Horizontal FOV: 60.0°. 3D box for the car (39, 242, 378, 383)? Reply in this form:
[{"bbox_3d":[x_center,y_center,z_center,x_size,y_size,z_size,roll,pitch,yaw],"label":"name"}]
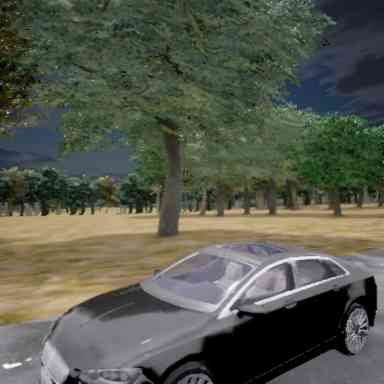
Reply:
[{"bbox_3d":[0.641,1.510,4.510,4.902,1.511,2.128,0,0,-36],"label":"car"}]
